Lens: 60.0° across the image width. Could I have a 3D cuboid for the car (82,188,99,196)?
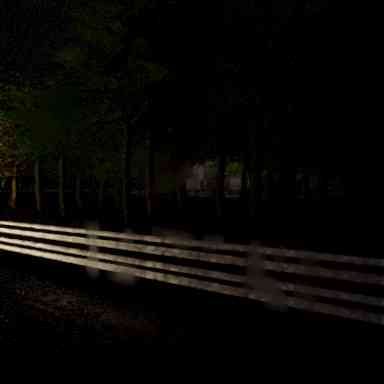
[{"bbox_3d":[-19.835,0.021,63.587,4.792,1.488,2.163,0,1,1],"label":"car"}]
